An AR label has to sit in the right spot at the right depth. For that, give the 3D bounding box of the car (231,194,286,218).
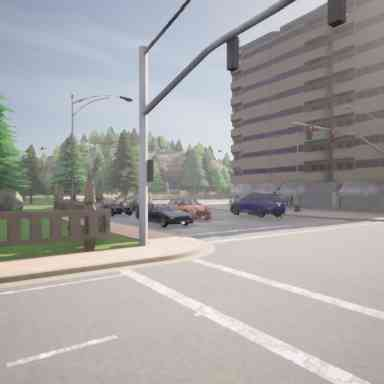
[{"bbox_3d":[5.735,1.162,29.405,2.150,2.045,5.566,0,0,-31],"label":"car"}]

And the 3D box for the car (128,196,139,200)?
[{"bbox_3d":[-5.357,1.419,35.566,1.882,1.535,5.008,0,0,-21],"label":"car"}]

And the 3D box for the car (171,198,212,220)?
[{"bbox_3d":[-0.378,1.294,26.457,2.097,1.767,4.553,0,0,-32],"label":"car"}]

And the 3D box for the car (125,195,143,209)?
[{"bbox_3d":[-7.944,1.293,45.846,2.097,1.767,4.553,0,0,-6],"label":"car"}]

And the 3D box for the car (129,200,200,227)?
[{"bbox_3d":[-2.023,1.490,22.453,2.033,1.411,5.357,0,0,-34],"label":"car"}]

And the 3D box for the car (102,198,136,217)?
[{"bbox_3d":[-6.944,1.543,30.770,1.895,1.301,4.718,0,0,-27],"label":"car"}]

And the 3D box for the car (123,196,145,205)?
[{"bbox_3d":[-10.617,1.508,61.285,2.033,1.411,5.357,0,0,14],"label":"car"}]
